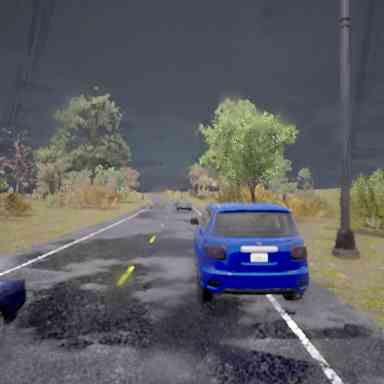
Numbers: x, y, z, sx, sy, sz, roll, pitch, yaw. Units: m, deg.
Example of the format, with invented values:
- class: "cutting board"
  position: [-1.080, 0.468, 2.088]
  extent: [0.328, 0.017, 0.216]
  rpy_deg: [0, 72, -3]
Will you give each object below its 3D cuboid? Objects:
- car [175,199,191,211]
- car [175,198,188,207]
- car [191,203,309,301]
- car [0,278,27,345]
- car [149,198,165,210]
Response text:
- class: "car"
  position: [-1.084, 1.790, 44.085]
  extent: [1.994, 1.385, 4.181]
  rpy_deg: [0, 0, -3]
- class: "car"
  position: [-1.868, 1.850, 57.570]
  extent: [1.994, 1.385, 4.181]
  rpy_deg: [0, 0, -4]
- class: "car"
  position: [1.166, 1.274, 8.590]
  extent: [2.150, 2.045, 5.566]
  rpy_deg: [0, 0, -1]
- class: "car"
  position: [-3.626, 1.620, 3.217]
  extent: [1.895, 1.301, 4.718]
  rpy_deg: [0, 0, 0]
- class: "car"
  position: [-4.960, 1.595, 47.530]
  extent: [2.097, 1.767, 4.553]
  rpy_deg: [0, 0, -3]
